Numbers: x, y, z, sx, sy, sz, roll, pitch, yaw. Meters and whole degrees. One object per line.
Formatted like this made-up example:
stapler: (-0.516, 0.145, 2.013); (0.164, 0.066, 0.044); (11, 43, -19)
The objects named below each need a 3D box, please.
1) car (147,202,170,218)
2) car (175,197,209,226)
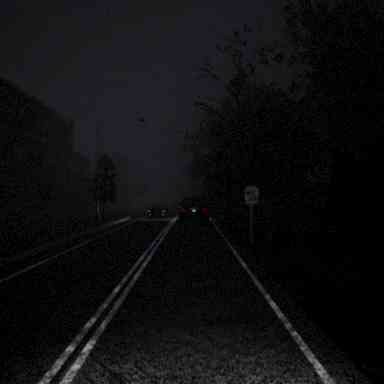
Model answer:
car: (-3.284, 1.760, 33.302); (1.882, 1.535, 5.008); (0, -1, 0)
car: (0.136, 1.391, 25.149); (2.150, 2.045, 5.566); (0, -1, 0)
